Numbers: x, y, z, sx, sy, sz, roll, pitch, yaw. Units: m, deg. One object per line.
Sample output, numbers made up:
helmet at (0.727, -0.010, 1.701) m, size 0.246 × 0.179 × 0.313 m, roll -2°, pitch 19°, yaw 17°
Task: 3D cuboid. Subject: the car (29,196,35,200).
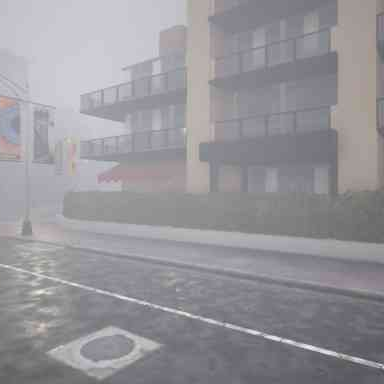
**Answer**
car at (-36.054, 1.481, 72.144) m, size 4.892 × 1.521 × 2.231 m, roll 0°, pitch 0°, yaw 36°
